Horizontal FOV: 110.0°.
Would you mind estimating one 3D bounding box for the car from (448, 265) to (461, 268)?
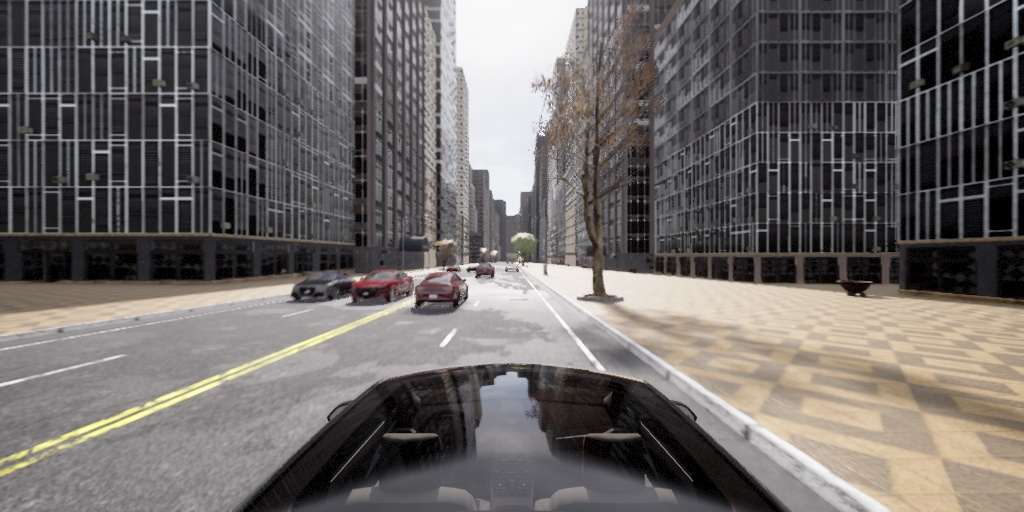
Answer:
[{"bbox_3d":[-9.794,2.157,60.256,1.895,1.301,4.718,0,-1,1],"label":"car"}]

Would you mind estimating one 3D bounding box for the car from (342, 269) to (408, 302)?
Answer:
[{"bbox_3d":[-6.600,1.462,18.700,1.882,1.535,5.008,0,-1,0],"label":"car"}]

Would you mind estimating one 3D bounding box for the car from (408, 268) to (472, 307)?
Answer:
[{"bbox_3d":[-3.152,1.481,16.651,1.812,1.442,4.674,0,-1,0],"label":"car"}]

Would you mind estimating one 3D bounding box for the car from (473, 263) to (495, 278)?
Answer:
[{"bbox_3d":[-3.155,1.676,43.500,2.097,1.767,4.553,0,-1,0],"label":"car"}]

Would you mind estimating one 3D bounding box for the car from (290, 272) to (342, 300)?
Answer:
[{"bbox_3d":[-9.851,1.556,19.229,1.994,1.385,4.181,0,-1,0],"label":"car"}]

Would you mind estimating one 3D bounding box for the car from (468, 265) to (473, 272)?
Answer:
[{"bbox_3d":[-6.548,2.151,59.859,1.895,1.301,4.718,0,-1,1],"label":"car"}]
